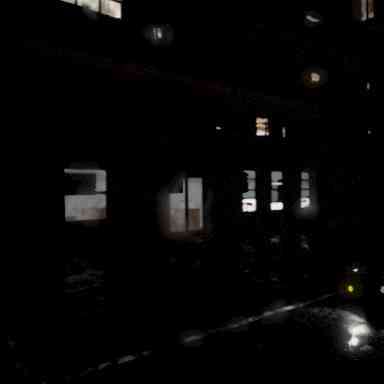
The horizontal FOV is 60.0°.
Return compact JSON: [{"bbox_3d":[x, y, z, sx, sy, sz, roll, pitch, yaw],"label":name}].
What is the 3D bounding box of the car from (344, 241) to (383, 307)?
[{"bbox_3d":[5.112,1.564,7.014,4.181,1.385,1.994,0,0,-35],"label":"car"}]
